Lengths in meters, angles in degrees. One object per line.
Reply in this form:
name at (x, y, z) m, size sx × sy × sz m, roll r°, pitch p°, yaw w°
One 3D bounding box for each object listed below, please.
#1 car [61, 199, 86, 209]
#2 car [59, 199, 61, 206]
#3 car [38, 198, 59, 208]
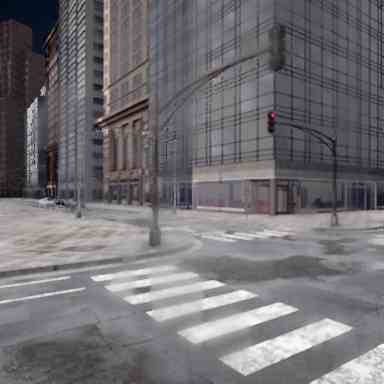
car at (-17.288, 1.705, 49.281) m, size 2.033 × 1.411 × 5.357 m, roll 0°, pitch 0°, yaw -35°
car at (-23.349, 1.789, 57.796) m, size 1.895 × 1.301 × 4.718 m, roll 0°, pitch 0°, yaw -35°
car at (-22.410, 1.686, 51.279) m, size 1.812 × 1.442 × 4.674 m, roll 0°, pitch 0°, yaw -35°
